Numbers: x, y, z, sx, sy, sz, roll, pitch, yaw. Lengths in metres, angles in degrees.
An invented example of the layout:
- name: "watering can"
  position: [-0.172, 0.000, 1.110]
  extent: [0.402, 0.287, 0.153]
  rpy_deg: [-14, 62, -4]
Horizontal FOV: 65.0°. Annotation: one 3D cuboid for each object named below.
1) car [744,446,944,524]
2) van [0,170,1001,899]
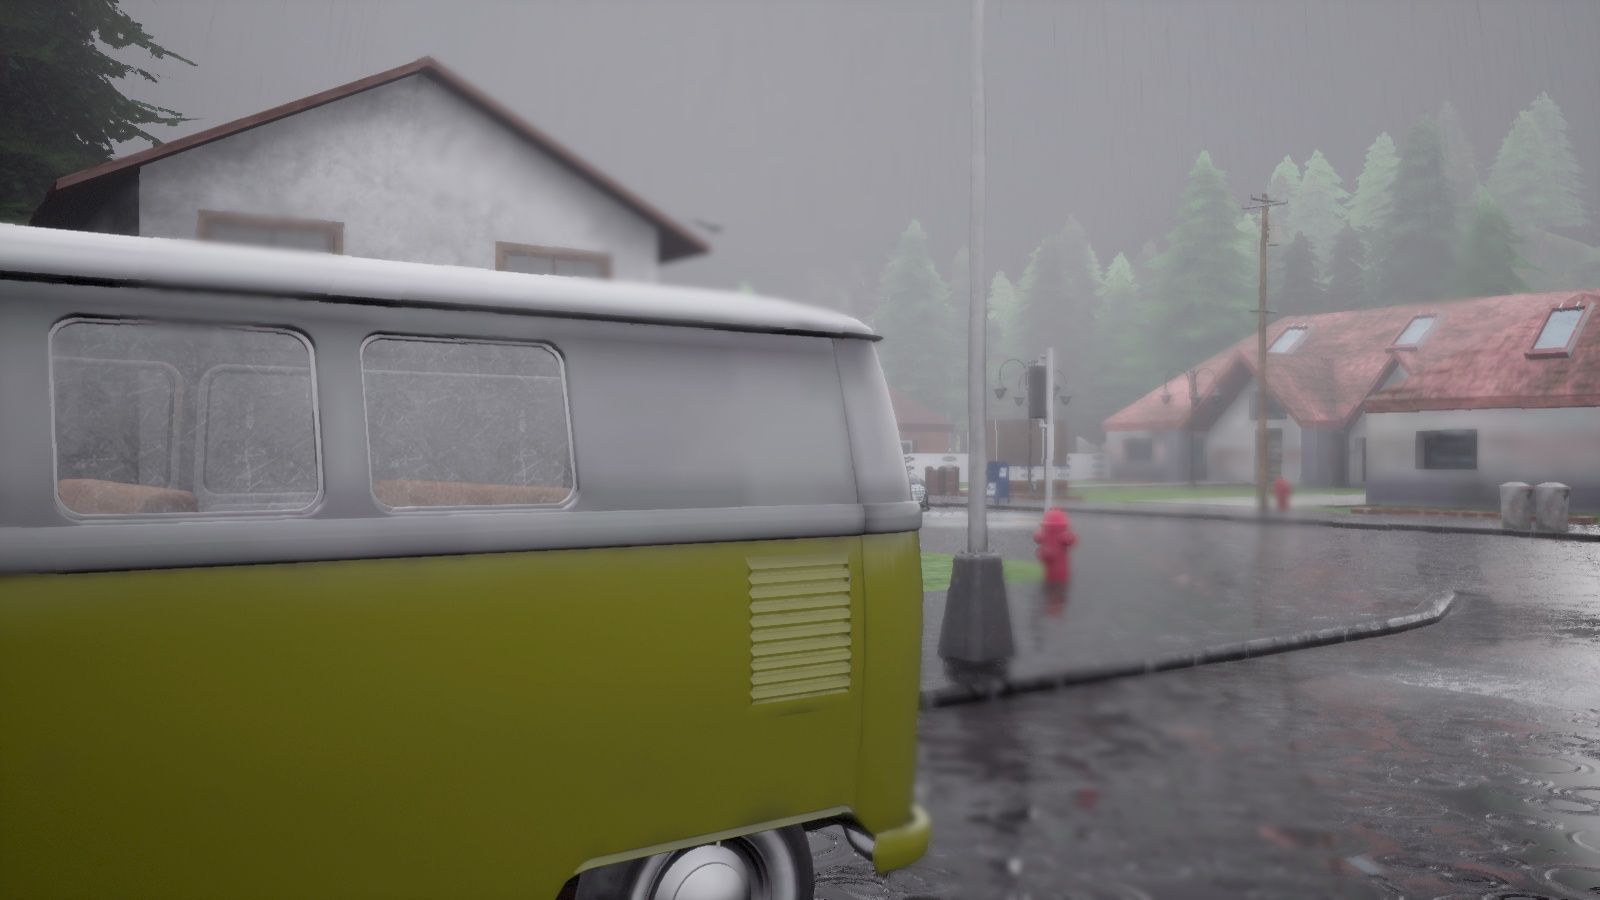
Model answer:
- name: "car"
  position: [0.909, 0.744, 28.966]
  extent: [2.033, 1.649, 4.856]
  rpy_deg: [0, 0, -37]
- name: "van"
  position: [-1.730, 0.509, 3.037]
  extent: [4.442, 1.987, 1.775]
  rpy_deg: [0, 0, -37]
